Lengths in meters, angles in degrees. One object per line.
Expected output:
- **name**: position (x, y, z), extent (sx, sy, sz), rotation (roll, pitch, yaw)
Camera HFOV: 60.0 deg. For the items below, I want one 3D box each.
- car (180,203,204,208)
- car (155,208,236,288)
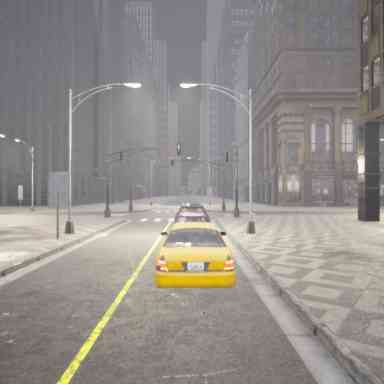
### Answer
- **car**: position (-0.009, 1.453, 19.334), extent (2.033, 1.649, 4.856), rotation (0, 0, -1)
- **car**: position (0.050, 1.463, 9.192), extent (1.801, 1.575, 5.366), rotation (0, 0, -1)
